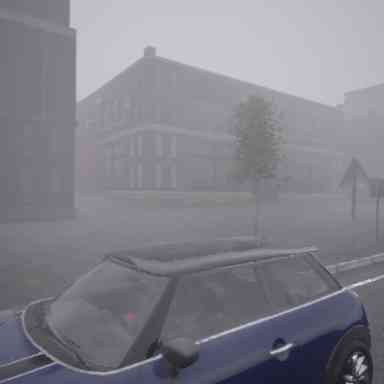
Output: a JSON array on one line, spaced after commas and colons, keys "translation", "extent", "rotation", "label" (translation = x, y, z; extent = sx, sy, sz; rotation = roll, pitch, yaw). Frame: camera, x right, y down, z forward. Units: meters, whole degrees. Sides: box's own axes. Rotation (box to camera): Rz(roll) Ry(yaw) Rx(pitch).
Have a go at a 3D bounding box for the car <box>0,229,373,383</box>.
[{"translation": [-0.297, 1.324, 3.165], "extent": [4.553, 1.767, 2.097], "rotation": [0, 0, -36], "label": "car"}]
